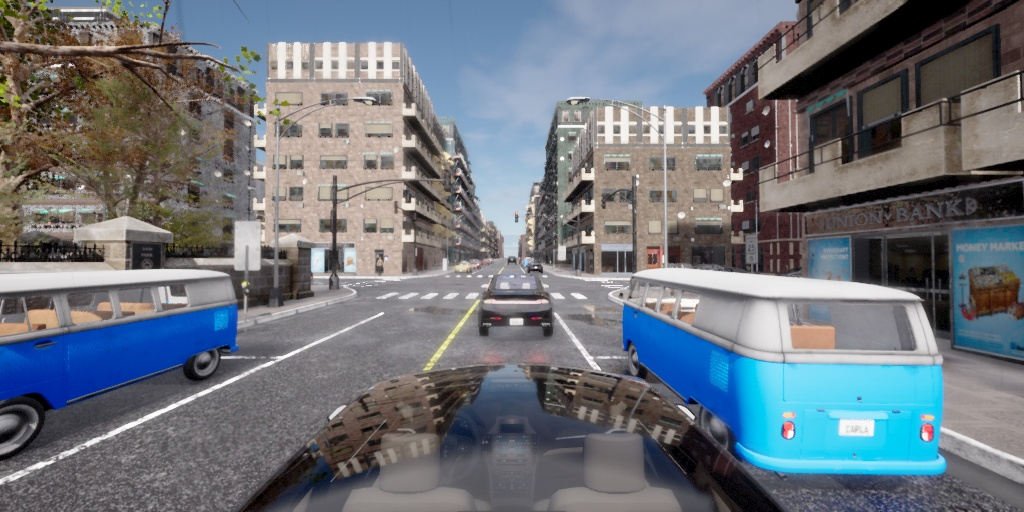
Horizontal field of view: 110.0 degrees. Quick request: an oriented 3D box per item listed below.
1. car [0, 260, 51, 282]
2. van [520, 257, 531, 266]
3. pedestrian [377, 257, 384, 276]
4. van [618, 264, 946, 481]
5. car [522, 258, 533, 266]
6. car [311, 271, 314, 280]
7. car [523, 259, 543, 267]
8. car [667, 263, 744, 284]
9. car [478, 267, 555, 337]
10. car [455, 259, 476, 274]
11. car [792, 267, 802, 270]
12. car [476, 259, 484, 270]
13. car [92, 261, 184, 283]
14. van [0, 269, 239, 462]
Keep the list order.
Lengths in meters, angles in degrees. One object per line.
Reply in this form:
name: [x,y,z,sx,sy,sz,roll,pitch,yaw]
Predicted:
car: [-36.510,1.044,25.567,4.892,1.490,1.837,0,-1,1]
van: [2.696,1.112,59.498,1.690,1.789,3.998,0,0,0]
pedestrian: [-12.536,0.967,34.014,0.375,1.860,0.375,0,-1,1]
van: [2.659,1.092,4.625,1.690,1.789,3.998,0,0,0]
car: [2.695,1.317,48.214,2.007,1.370,4.403,0,0,0]
car: [-16.586,0.999,25.323,4.553,1.767,2.097,0,-1,1]
car: [2.695,1.330,42.571,1.948,1.339,4.313,0,0,0]
car: [15.094,1.357,28.144,5.008,1.535,1.882,0,-1,1]
car: [0.101,1.244,10.354,2.128,1.511,4.902,0,0,0]
car: [-5.686,1.289,42.402,1.751,1.417,4.829,0,0,0]
car: [24.995,1.461,28.025,4.674,1.442,1.812,0,-1,1]
car: [-5.686,1.208,53.857,1.967,1.591,4.097,0,0,0]
car: [-26.411,1.119,25.439,4.674,1.442,1.812,0,-1,1]
van: [-5.656,1.092,4.627,1.690,1.789,3.998,0,0,0]
